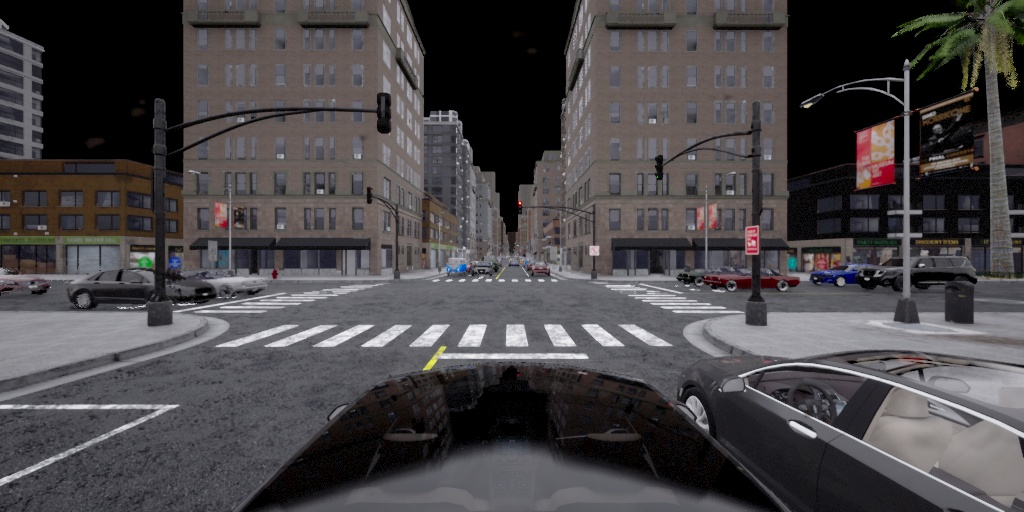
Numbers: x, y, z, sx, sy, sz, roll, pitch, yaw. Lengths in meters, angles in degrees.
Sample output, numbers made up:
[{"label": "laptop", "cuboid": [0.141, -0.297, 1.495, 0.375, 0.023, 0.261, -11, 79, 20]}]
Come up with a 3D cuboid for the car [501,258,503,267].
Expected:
[{"label": "car", "cuboid": [-2.847, 1.351, 55.711, 1.895, 1.301, 4.718, 0, 0, 0]}]

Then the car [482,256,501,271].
[{"label": "car", "cuboid": [-2.896, 0.972, 45.920, 2.150, 2.045, 5.566, 0, 0, 0]}]

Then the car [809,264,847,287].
[{"label": "car", "cuboid": [23.058, 1.257, 24.308, 5.008, 1.535, 1.882, 0, 0, 0]}]

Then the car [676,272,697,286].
[{"label": "car", "cuboid": [13.739, 1.364, 24.263, 4.718, 1.301, 1.895, 0, 0, 0]}]

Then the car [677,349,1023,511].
[{"label": "car", "cuboid": [2.668, 1.300, 2.286, 2.007, 1.370, 4.403, 0, 0, 0]}]

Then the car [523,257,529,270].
[{"label": "car", "cuboid": [2.880, 1.190, 48.273, 1.967, 1.591, 4.097, 0, 0, 0]}]

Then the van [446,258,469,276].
[{"label": "van", "cuboid": [-5.701, 1.091, 36.974, 1.690, 1.789, 3.998, 0, 0, 0]}]

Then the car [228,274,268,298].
[{"label": "car", "cuboid": [-14.713, 1.328, 17.420, 4.718, 1.301, 1.895, 0, 0, 0]}]

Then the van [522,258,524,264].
[{"label": "van", "cuboid": [2.934, 1.090, 59.612, 1.690, 1.789, 3.998, 0, 0, 0]}]

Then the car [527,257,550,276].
[{"label": "car", "cuboid": [2.825, 1.190, 36.935, 1.967, 1.591, 4.097, 0, 0, 0]}]

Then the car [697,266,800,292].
[{"label": "car", "cuboid": [13.857, 1.369, 21.014, 4.718, 1.301, 1.895, 0, 0, 0]}]

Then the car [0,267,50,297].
[{"label": "car", "cuboid": [-25.544, 1.236, 17.368, 4.674, 1.442, 1.812, 0, 0, 0]}]

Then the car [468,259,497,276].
[{"label": "car", "cuboid": [-2.945, 1.314, 36.612, 1.994, 1.385, 4.181, 0, 0, 0]}]

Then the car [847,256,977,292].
[{"label": "car", "cuboid": [23.610, 1.006, 21.061, 5.566, 2.045, 2.150, 0, 0, 0]}]

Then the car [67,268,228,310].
[{"label": "car", "cuboid": [-14.326, 1.238, 14.023, 4.892, 1.490, 1.837, 0, 0, 3]}]
